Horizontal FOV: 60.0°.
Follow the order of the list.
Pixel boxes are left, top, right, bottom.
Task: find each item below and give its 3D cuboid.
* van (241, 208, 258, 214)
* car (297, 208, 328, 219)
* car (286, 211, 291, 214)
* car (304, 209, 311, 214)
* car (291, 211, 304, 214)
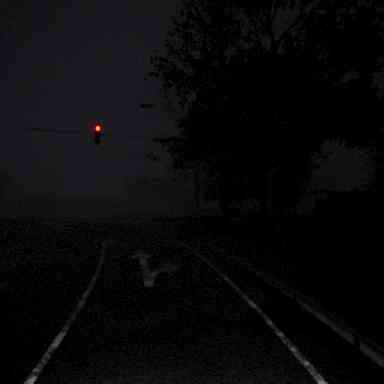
[{"bbox_3d":[11.134,4.268,64.816,1.878,1.987,4.442,4,-9,-39],"label":"van"},{"bbox_3d":[25.144,4.532,69.750,2.435,2.045,5.566,4,-8,-39],"label":"car"},{"bbox_3d":[16.588,4.626,66.951,1.946,1.575,5.366,4,-8,-39],"label":"car"},{"bbox_3d":[22.350,4.722,68.744,2.097,1.535,5.008,5,-9,-39],"label":"car"},{"bbox_3d":[19.530,4.666,67.767,2.231,1.521,4.892,4,-8,-39],"label":"car"}]
